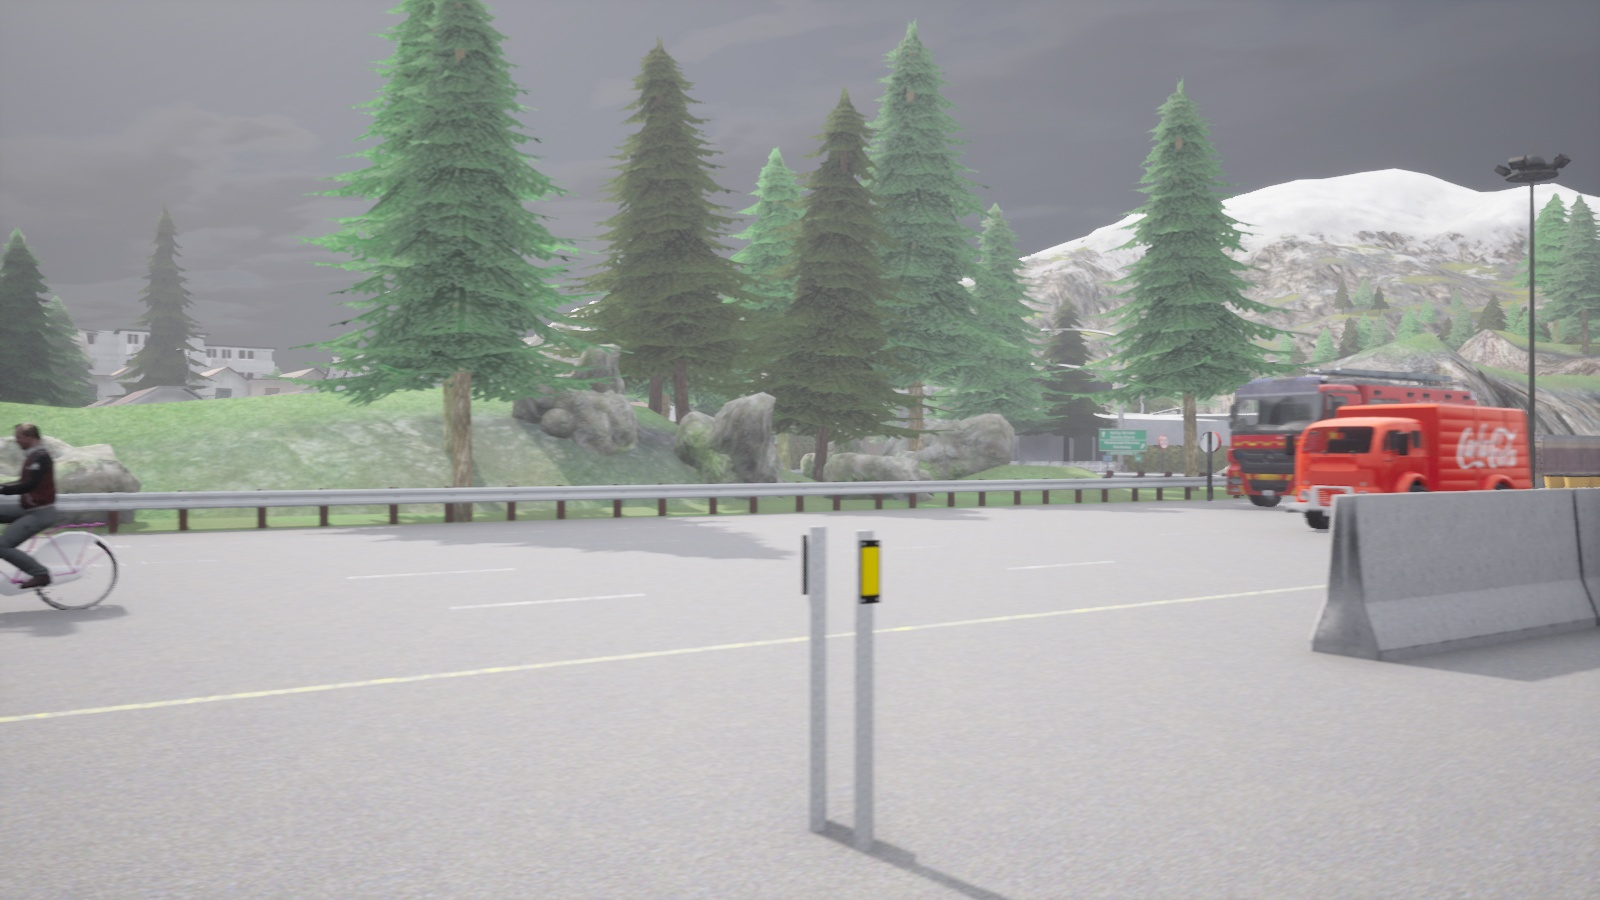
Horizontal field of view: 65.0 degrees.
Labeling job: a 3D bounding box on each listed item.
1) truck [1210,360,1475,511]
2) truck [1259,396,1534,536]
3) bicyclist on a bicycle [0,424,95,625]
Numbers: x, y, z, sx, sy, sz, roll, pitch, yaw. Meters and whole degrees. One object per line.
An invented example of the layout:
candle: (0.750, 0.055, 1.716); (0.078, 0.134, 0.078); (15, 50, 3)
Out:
truck: (15.456, -0.365, 35.456); (8.468, 3.827, 2.891); (0, 0, -35)
truck: (11.743, 0.296, 24.627); (5.204, 2.467, 2.627); (0, 0, -35)
bicyclist on a bicycle: (-7.430, 0.658, 11.281); (1.843, 1.776, 0.659); (0, 0, -35)
